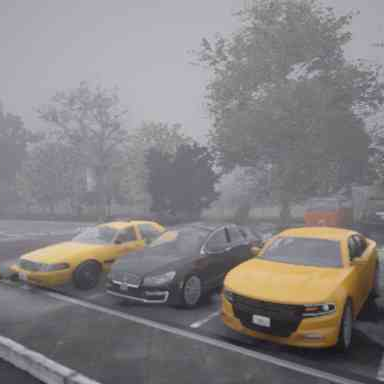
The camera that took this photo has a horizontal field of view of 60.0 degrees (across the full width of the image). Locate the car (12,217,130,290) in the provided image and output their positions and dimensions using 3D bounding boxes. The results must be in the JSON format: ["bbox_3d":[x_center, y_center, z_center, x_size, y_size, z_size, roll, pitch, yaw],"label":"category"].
[{"bbox_3d":[-2.222,1.539,9.636,1.946,1.575,5.366,-1,0,36],"label":"car"}]

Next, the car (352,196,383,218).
[{"bbox_3d":[10.198,1.226,17.096,2.435,2.045,5.566,-1,0,36],"label":"car"}]

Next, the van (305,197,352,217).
[{"bbox_3d":[7.898,1.280,18.851,1.878,1.987,4.442,-1,0,36],"label":"van"}]

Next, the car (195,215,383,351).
[{"bbox_3d":[2.396,1.481,6.569,2.097,1.535,5.008,0,0,36],"label":"car"}]

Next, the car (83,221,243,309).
[{"bbox_3d":[0.141,1.509,8.181,2.231,1.521,4.892,-1,0,36],"label":"car"}]
